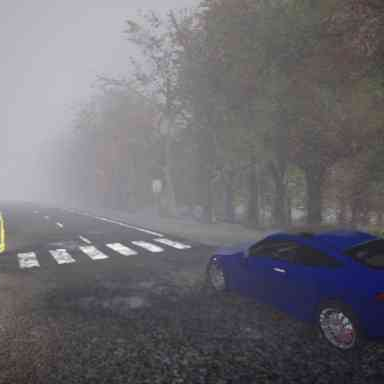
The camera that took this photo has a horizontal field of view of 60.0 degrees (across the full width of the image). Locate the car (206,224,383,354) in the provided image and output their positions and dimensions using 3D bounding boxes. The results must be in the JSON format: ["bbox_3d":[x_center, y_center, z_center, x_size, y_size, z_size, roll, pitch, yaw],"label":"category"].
[{"bbox_3d":[2.026,1.337,5.970,1.812,1.442,4.674,-7,3,-30],"label":"car"}]
